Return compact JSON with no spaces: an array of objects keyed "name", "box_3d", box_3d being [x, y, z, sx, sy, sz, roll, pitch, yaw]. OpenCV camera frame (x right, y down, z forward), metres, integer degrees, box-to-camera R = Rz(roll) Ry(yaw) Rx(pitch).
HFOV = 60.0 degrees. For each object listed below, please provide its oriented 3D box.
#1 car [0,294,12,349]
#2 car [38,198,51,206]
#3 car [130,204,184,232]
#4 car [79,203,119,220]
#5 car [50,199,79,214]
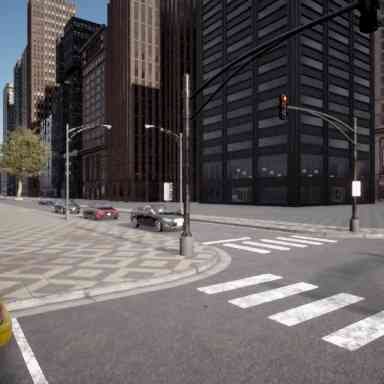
[{"name":"car","box_3d":[-4.600,1.525,3.368,4.829,1.417,1.752,0,0,-36]},{"name":"car","box_3d":[-26.034,1.761,59.209,1.895,1.301,4.718,0,0,-36]},{"name":"car","box_3d":[-2.113,1.534,20.542,2.128,1.511,4.902,0,0,-36]},{"name":"car","box_3d":[-7.868,1.630,28.539,1.994,1.385,4.181,0,0,-35]},{"name":"car","box_3d":[-13.893,1.597,36.911,1.837,1.490,4.892,0,0,-36]}]
